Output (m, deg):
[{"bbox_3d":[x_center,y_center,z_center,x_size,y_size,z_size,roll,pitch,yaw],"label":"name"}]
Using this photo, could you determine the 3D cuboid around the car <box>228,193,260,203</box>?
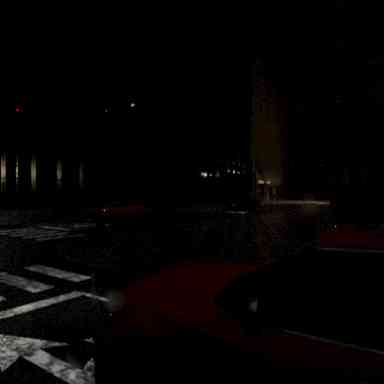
[{"bbox_3d":[6.331,1.156,40.041,2.150,2.045,5.566,0,0,36],"label":"car"}]

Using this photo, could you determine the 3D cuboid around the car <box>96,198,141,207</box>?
[{"bbox_3d":[-5.416,1.263,23.740,2.097,1.767,4.553,0,0,36],"label":"car"}]

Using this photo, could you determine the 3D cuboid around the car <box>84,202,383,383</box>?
[{"bbox_3d":[1.690,1.222,2.479,5.566,2.045,2.150,0,0,36],"label":"car"}]
